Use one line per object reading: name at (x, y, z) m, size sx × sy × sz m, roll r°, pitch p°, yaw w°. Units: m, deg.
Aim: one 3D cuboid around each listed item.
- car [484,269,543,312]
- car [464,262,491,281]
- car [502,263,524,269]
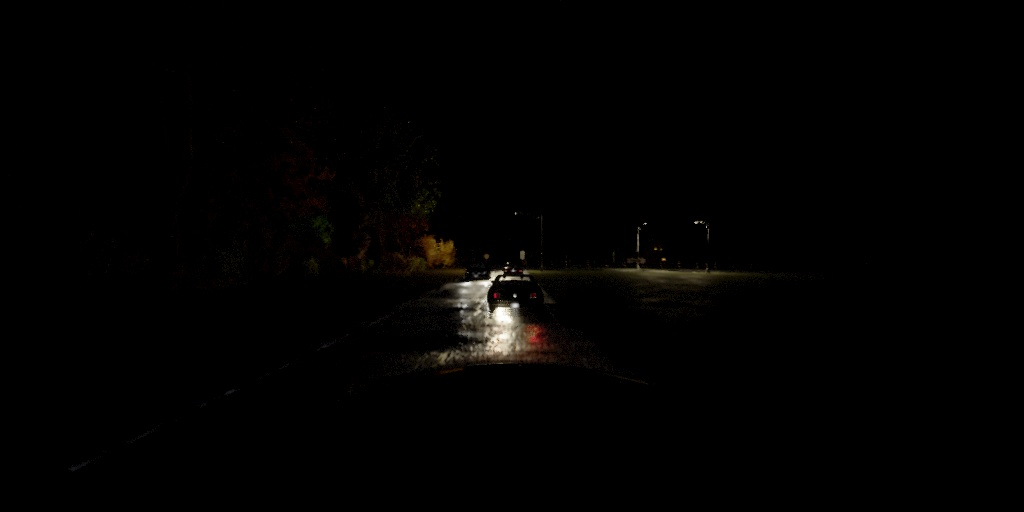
car at (0.104, 1.345, 14.116) m, size 1.895 × 1.301 × 4.718 m, roll 0°, pitch 0°, yaw 0°
car at (-2.747, 1.263, 29.673) m, size 1.812 × 1.442 × 4.674 m, roll 0°, pitch 0°, yaw 0°
car at (0.105, 1.284, 32.048) m, size 2.033 × 1.411 × 5.357 m, roll 0°, pitch 0°, yaw 0°
